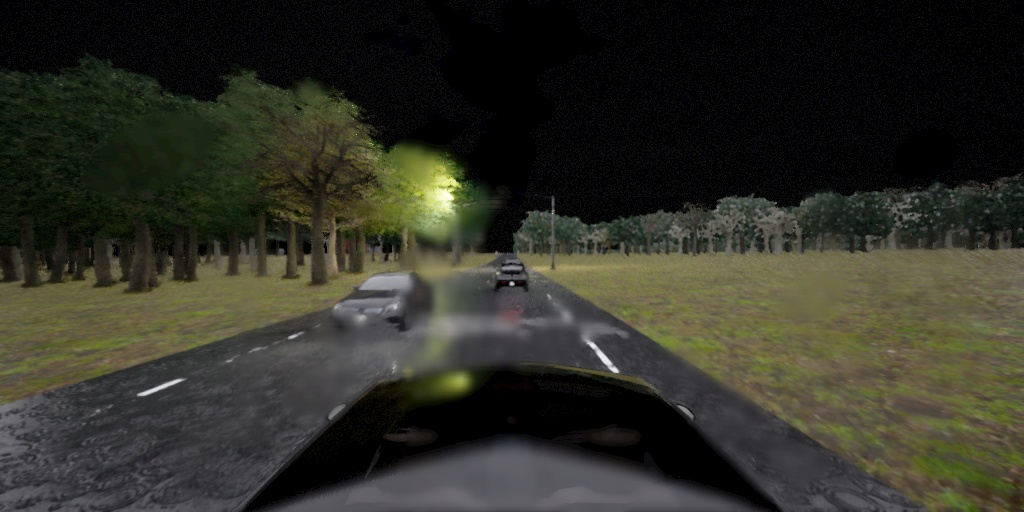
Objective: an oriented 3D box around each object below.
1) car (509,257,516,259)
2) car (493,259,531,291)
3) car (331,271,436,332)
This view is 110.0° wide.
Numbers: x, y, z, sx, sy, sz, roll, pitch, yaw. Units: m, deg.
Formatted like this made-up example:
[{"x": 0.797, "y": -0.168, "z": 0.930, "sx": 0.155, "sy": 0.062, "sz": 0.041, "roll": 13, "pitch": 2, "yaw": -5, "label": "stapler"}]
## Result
[{"x": 0.055, "y": 1.029, "z": 37.747, "sx": 2.097, "sy": 1.767, "sz": 4.553, "roll": 0, "pitch": 0, "yaw": 0, "label": "car"}, {"x": 0.014, "y": 1.129, "z": 20.338, "sx": 1.837, "sy": 1.490, "sz": 4.892, "roll": 0, "pitch": 0, "yaw": 0, "label": "car"}, {"x": -3.511, "y": 1.195, "z": 10.701, "sx": 1.812, "sy": 1.442, "sz": 4.674, "roll": 0, "pitch": 0, "yaw": 0, "label": "car"}]
